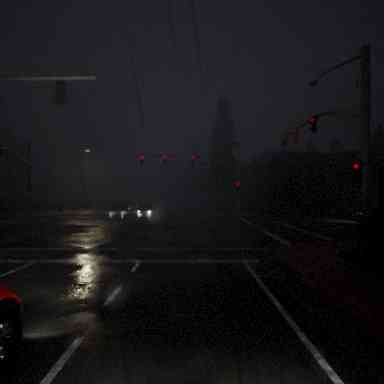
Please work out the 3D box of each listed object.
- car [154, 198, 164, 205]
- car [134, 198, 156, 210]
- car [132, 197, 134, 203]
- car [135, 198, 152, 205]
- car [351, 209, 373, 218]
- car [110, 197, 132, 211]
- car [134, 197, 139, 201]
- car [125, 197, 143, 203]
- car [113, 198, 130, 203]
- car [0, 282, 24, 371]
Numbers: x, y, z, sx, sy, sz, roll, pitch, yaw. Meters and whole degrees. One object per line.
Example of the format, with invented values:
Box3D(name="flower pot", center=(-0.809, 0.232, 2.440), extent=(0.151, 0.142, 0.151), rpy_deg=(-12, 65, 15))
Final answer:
Box3D(name="car", center=(-8.250, 2.139, 77.188), extent=(2.128, 1.511, 4.902), rpy_deg=(0, -1, -35))
Box3D(name="car", center=(-6.864, 1.992, 49.054), extent=(1.895, 1.301, 4.718), rpy_deg=(0, 0, -2))
Box3D(name="car", center=(-12.892, 1.999, 63.316), extent=(2.128, 1.511, 4.902), rpy_deg=(0, 0, -19))
Box3D(name="car", center=(-11.092, 2.098, 75.150), extent=(1.837, 1.490, 4.892), rpy_deg=(0, -1, -35))
Box3D(name="car", center=(16.338, 1.732, 28.662), extent=(4.892, 1.490, 1.837), rpy_deg=(0, 0, 0))
Box3D(name="car", center=(-10.334, 1.856, 47.506), extent=(1.882, 1.535, 5.008), rpy_deg=(0, 0, -1))
Box3D(name="car", center=(-9.985, 2.024, 65.503), extent=(1.837, 1.490, 4.892), rpy_deg=(0, 0, -21))
Box3D(name="car", center=(-14.825, 2.054, 85.161), extent=(4.902, 1.511, 2.128), rpy_deg=(0, -1, 43))
Box3D(name="car", center=(-17.644, 2.149, 83.014), extent=(4.718, 1.301, 1.895), rpy_deg=(0, -1, 43))
Box3D(name="car", center=(-3.440, 1.376, 2.866), extent=(2.097, 1.767, 4.553), rpy_deg=(0, 0, 0))
